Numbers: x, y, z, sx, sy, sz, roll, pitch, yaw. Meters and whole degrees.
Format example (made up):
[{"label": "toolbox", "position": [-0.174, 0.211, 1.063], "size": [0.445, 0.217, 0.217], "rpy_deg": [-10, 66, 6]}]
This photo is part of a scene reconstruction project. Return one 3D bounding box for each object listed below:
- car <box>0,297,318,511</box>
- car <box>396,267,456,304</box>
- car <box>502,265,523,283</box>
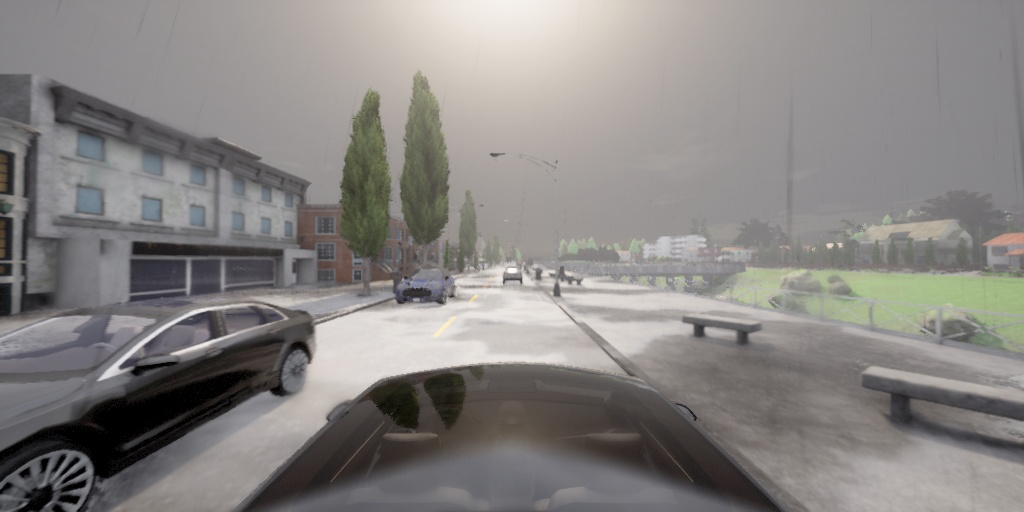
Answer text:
[{"label": "car", "position": [-4.101, 1.272, 3.921], "size": [2.128, 1.511, 4.902], "rpy_deg": [0, -1, 0]}, {"label": "car", "position": [-4.093, 1.332, 17.655], "size": [2.097, 1.767, 4.553], "rpy_deg": [0, -1, 0]}, {"label": "car", "position": [0.074, 1.749, 33.068], "size": [2.033, 1.411, 5.357], "rpy_deg": [0, -1, 0]}]
